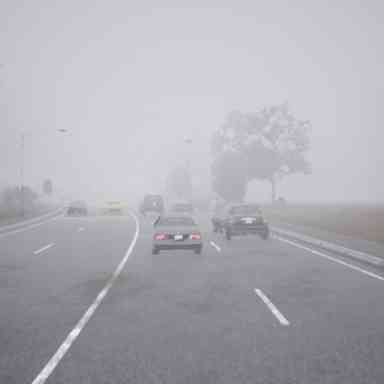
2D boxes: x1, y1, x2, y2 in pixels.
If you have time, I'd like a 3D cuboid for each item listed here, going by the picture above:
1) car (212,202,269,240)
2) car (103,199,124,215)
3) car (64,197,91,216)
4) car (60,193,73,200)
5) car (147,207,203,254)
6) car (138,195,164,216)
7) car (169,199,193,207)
[{"bbox_3d":[2.357,1.387,17.347,2.097,1.767,4.553,0,0,-6],"label":"car"},{"bbox_3d":[-8.222,1.565,34.911,1.882,1.535,5.008,0,0,-15],"label":"car"},{"bbox_3d":[-11.570,1.564,33.899,1.882,1.535,5.008,0,0,-14],"label":"car"},{"bbox_3d":[-26.974,1.124,71.635,2.150,2.045,5.566,0,0,-30],"label":"car"},{"bbox_3d":[-0.709,1.580,13.758,2.033,1.411,5.357,0,0,-6],"label":"car"},{"bbox_3d":[-4.228,1.304,34.234,2.150,2.045,5.566,0,0,-14],"label":"car"},{"bbox_3d":[-1.234,1.564,36.543,1.882,1.535,5.008,0,0,-14],"label":"car"}]
